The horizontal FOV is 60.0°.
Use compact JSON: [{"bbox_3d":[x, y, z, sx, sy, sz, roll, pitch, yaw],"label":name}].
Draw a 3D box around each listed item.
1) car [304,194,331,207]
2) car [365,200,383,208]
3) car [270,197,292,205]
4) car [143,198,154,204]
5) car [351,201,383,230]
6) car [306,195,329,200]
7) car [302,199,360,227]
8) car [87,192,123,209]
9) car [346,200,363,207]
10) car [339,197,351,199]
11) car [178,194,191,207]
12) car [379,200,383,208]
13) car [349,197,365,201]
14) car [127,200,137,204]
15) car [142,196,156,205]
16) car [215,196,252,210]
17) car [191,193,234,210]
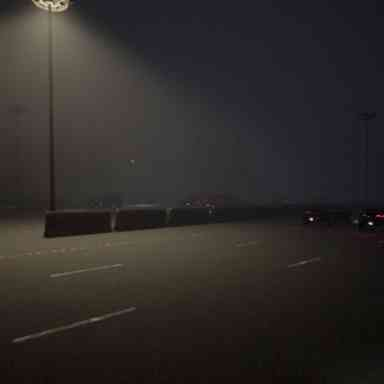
[{"bbox_3d":[21.786,1.531,57.634,5.566,2.045,2.150,3,-1,-42],"label":"car"},{"bbox_3d":[41.293,2.734,75.271,4.902,1.511,2.128,3,-1,-42],"label":"car"},{"bbox_3d":[15.138,1.623,56.388,4.892,1.490,1.837,3,-1,-42],"label":"car"},{"bbox_3d":[-9.881,2.096,75.160,1.895,1.301,4.718,-1,-2,-16],"label":"car"},{"bbox_3d":[11.713,1.490,20.082,4.892,1.490,1.837,0,0,-42],"label":"car"},{"bbox_3d":[19.547,1.640,50.966,5.008,1.535,1.882,2,-1,-42],"label":"car"},{"bbox_3d":[9.358,1.466,22.672,4.892,1.490,1.837,0,0,-42],"label":"car"},{"bbox_3d":[-10.845,1.070,41.926,2.150,2.045,5.566,-1,-1,18],"label":"car"},{"bbox_3d":[37.427,2.619,76.494,4.892,1.490,1.837,3,-1,-42],"label":"car"},{"bbox_3d":[29.927,1.906,64.990,5.566,2.045,2.150,3,-1,-42],"label":"car"},{"bbox_3d":[0.718,1.092,43.435,5.566,2.045,2.150,0,0,-42],"label":"car"},{"bbox_3d":[42.146,2.642,71.324,5.008,1.535,1.882,3,-1,-42],"label":"car"},{"bbox_3d":[31.232,2.179,61.455,4.674,1.442,1.812,3,-1,-42],"label":"car"},{"bbox_3d":[-16.141,2.902,88.589,1.812,1.442,4.674,-1,-3,-31],"label":"car"},{"bbox_3d":[-7.715,1.525,59.860,2.128,1.511,4.902,0,-1,1],"label":"car"},{"bbox_3d":[5.059,1.469,37.924,4.181,1.385,1.994,0,0,-42],"label":"car"},{"bbox_3d":[3.031,1.111,40.808,5.566,2.045,2.150,0,0,-42],"label":"car"}]
